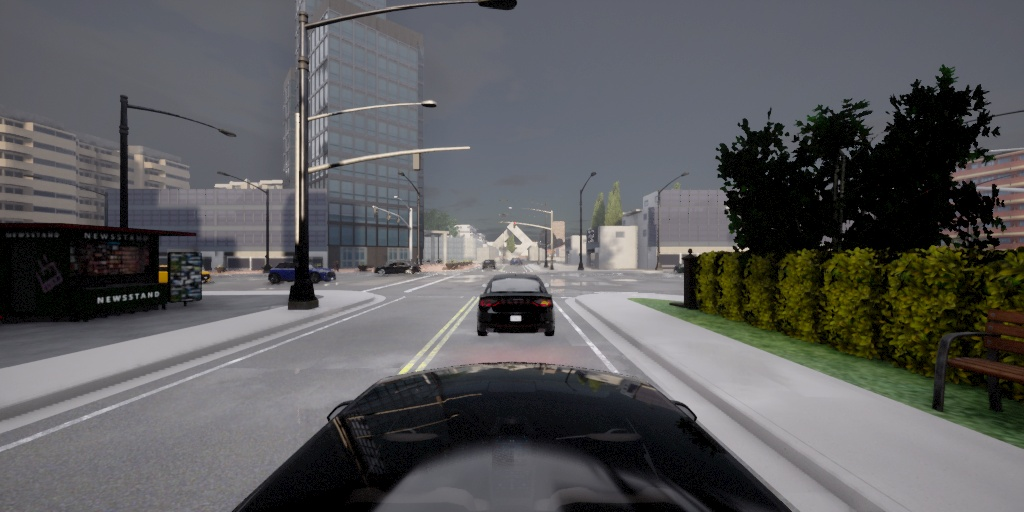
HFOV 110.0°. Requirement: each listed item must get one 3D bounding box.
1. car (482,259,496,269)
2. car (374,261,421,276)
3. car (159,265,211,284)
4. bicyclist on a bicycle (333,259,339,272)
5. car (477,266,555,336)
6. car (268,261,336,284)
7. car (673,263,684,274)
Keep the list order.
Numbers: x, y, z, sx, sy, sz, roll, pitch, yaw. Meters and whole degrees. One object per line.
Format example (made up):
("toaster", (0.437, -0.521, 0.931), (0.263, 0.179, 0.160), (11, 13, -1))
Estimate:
("car", (-3.380, 1.227, 54.173), (1.882, 1.535, 5.008), (0, 0, 0))
("car", (-12.302, 1.321, 38.706), (4.892, 1.490, 1.837), (-1, 0, 0))
("car", (-26.398, 1.454, 27.957), (5.008, 1.535, 1.882), (-1, 0, 0))
("bicyclist on a bicycle", (-21.823, 1.216, 44.450), (0.582, 1.620, 1.656), (-1, 0, 0))
("car", (0.109, 1.228, 10.391), (1.882, 1.535, 5.008), (0, 0, 1))
("car", (-16.286, 1.209, 27.994), (4.553, 1.767, 2.097), (-1, 0, 0))
("car", (19.988, 1.057, 38.837), (4.553, 1.767, 2.097), (0, 0, 0))
